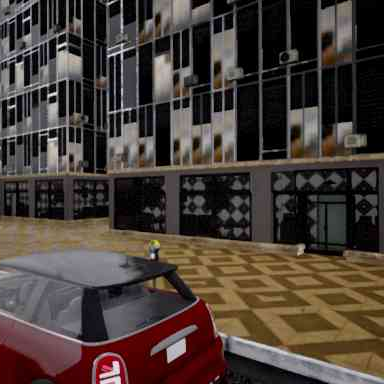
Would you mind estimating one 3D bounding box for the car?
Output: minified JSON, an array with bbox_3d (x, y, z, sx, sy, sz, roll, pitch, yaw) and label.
[{"bbox_3d":[-1.720,1.439,4.098,4.097,1.590,1.967,0,0,35],"label":"car"}]
